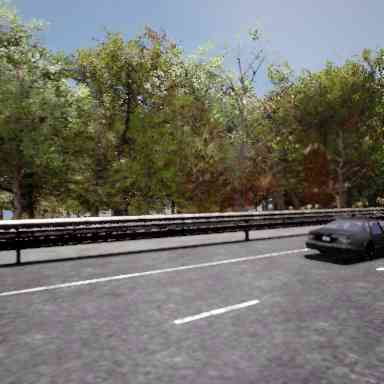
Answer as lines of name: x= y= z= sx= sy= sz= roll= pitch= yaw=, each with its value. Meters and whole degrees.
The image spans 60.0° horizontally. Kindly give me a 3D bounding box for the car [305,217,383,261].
car: x=6.684 y=1.693 z=12.989 sx=5.357 sy=1.411 sz=2.033 roll=1 pitch=0 yaw=-36
